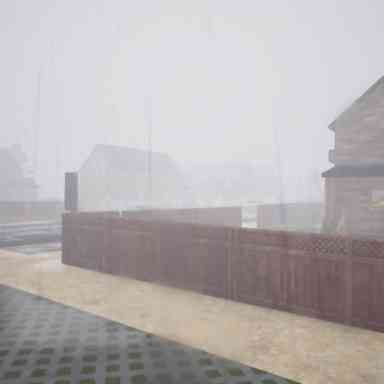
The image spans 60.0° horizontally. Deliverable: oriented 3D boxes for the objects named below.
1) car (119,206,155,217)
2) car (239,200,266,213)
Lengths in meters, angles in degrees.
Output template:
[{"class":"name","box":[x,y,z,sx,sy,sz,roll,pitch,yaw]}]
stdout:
[{"class":"car","box":[-4.149,1.706,25.121,1.895,1.301,4.718,0,0,35]},{"class":"car","box":[7.669,1.716,41.731,1.882,1.535,5.008,0,0,36]}]
